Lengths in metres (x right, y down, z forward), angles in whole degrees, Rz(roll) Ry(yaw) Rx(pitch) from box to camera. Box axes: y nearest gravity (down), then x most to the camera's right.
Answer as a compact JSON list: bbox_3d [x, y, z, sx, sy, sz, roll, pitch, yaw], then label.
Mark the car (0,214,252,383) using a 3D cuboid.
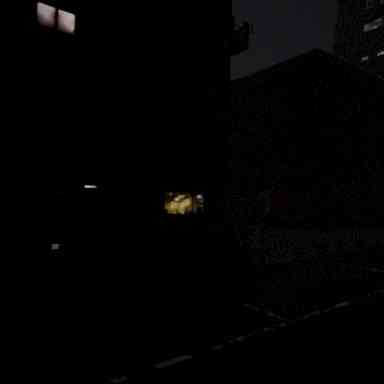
[{"bbox_3d":[-1.257,1.335,5.167,5.009,1.841,2.192,1,1,-35],"label":"car"}]
